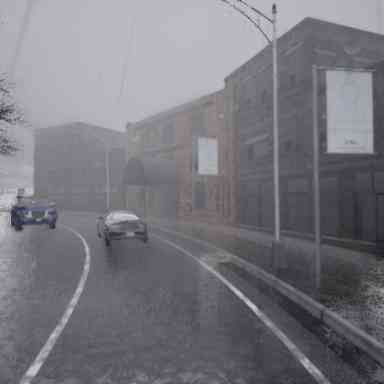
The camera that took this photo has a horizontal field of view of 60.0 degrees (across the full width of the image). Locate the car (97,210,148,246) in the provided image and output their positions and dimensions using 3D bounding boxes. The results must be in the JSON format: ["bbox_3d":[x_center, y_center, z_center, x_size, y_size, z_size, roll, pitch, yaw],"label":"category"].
[{"bbox_3d":[-3.327,1.548,15.594,1.812,1.442,4.674,0,0,-21],"label":"car"}]

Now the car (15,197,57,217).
[{"bbox_3d":[-15.207,1.405,32.283,4.553,1.767,2.097,0,0,43],"label":"car"}]

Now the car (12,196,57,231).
[{"bbox_3d":[-10.181,1.253,21.270,2.150,2.045,5.566,0,-1,-32],"label":"car"}]
